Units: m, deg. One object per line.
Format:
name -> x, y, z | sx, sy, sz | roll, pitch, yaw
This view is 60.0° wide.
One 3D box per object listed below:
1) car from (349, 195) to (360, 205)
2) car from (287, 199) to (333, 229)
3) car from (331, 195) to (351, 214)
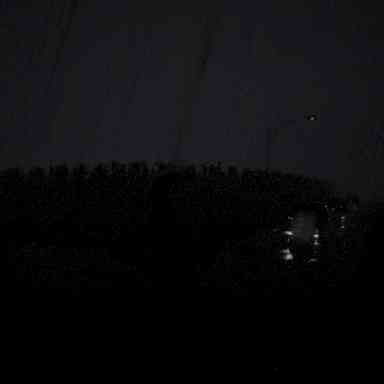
car -> 23.969, 1.197, 49.776 | 2.128, 1.511, 4.902 | 0, 0, 30
car -> 7.376, 1.402, 20.929 | 1.837, 1.490, 4.892 | 0, 1, 30
car -> 14.344, 1.347, 33.102 | 1.812, 1.442, 4.674 | 0, 0, 30
